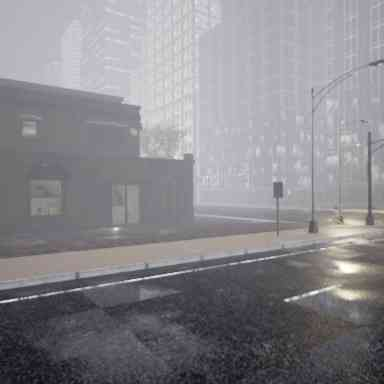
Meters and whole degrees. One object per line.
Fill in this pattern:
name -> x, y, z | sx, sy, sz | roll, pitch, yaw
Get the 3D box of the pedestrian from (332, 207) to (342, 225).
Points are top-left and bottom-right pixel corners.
pedestrian -> 9.399, 1.503, 21.554 | 0.375, 1.300, 0.375 | -1, 0, -35
